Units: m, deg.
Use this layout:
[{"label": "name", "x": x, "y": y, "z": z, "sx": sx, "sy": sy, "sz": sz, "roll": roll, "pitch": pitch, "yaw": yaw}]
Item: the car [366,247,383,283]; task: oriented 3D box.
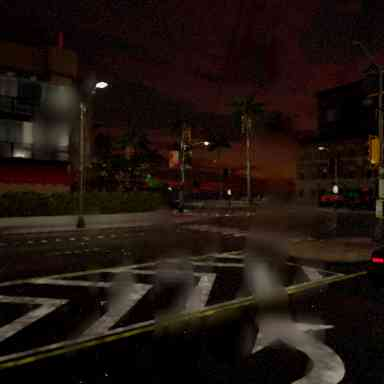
[{"label": "car", "x": 6.542, "y": 1.612, "z": 8.425, "sx": 5.357, "sy": 1.411, "sz": 2.033, "roll": 0, "pitch": 0, "yaw": -35}]

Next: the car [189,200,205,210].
[{"label": "car", "x": -0.141, "y": 1.773, "z": 47.351, "sx": 1.895, "sy": 1.301, "sz": 4.718, "roll": 0, "pitch": 0, "yaw": -35}]

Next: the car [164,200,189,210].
[{"label": "car", "x": -2.773, "y": 1.712, "z": 45.007, "sx": 1.994, "sy": 1.385, "sz": 4.181, "roll": 0, "pitch": 0, "yaw": -35}]
